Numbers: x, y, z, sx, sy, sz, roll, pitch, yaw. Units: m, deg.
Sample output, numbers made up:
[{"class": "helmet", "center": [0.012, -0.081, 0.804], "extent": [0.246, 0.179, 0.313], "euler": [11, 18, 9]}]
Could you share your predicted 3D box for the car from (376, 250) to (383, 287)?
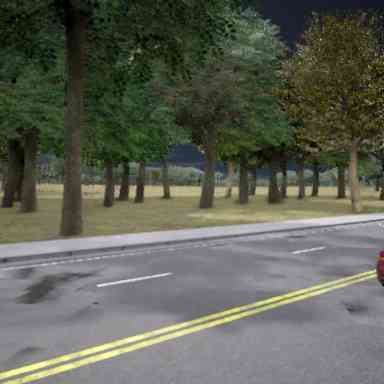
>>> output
[{"class": "car", "center": [6.101, 1.511, 7.788], "extent": [4.674, 1.442, 1.812], "euler": [0, 0, -35]}]
